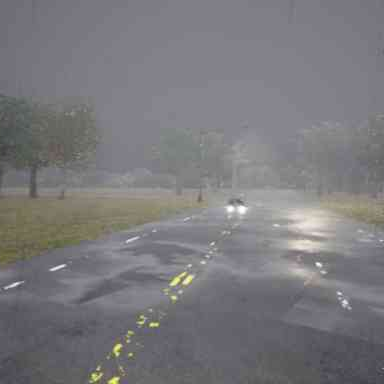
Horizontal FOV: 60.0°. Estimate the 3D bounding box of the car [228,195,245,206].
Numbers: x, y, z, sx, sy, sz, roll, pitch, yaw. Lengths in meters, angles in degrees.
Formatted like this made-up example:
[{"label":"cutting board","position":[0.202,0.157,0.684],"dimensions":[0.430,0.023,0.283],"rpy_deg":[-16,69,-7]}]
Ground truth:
[{"label":"car","position":[5.663,1.009,41.843],"dimensions":[1.895,1.301,4.718],"rpy_deg":[1,1,13]}]
